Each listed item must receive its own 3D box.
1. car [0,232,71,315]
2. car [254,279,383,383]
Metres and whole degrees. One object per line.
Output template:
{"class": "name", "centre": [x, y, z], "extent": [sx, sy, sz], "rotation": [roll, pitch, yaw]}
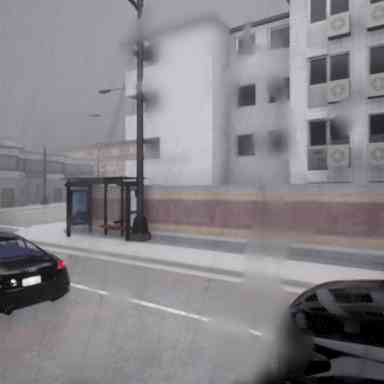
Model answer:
{"class": "car", "centre": [-4.519, 1.562, 7.102], "extent": [4.181, 1.385, 1.994], "rotation": [0, 0, 35]}
{"class": "car", "centre": [3.137, 1.222, 1.729], "extent": [5.566, 2.045, 2.150], "rotation": [0, 0, 36]}
